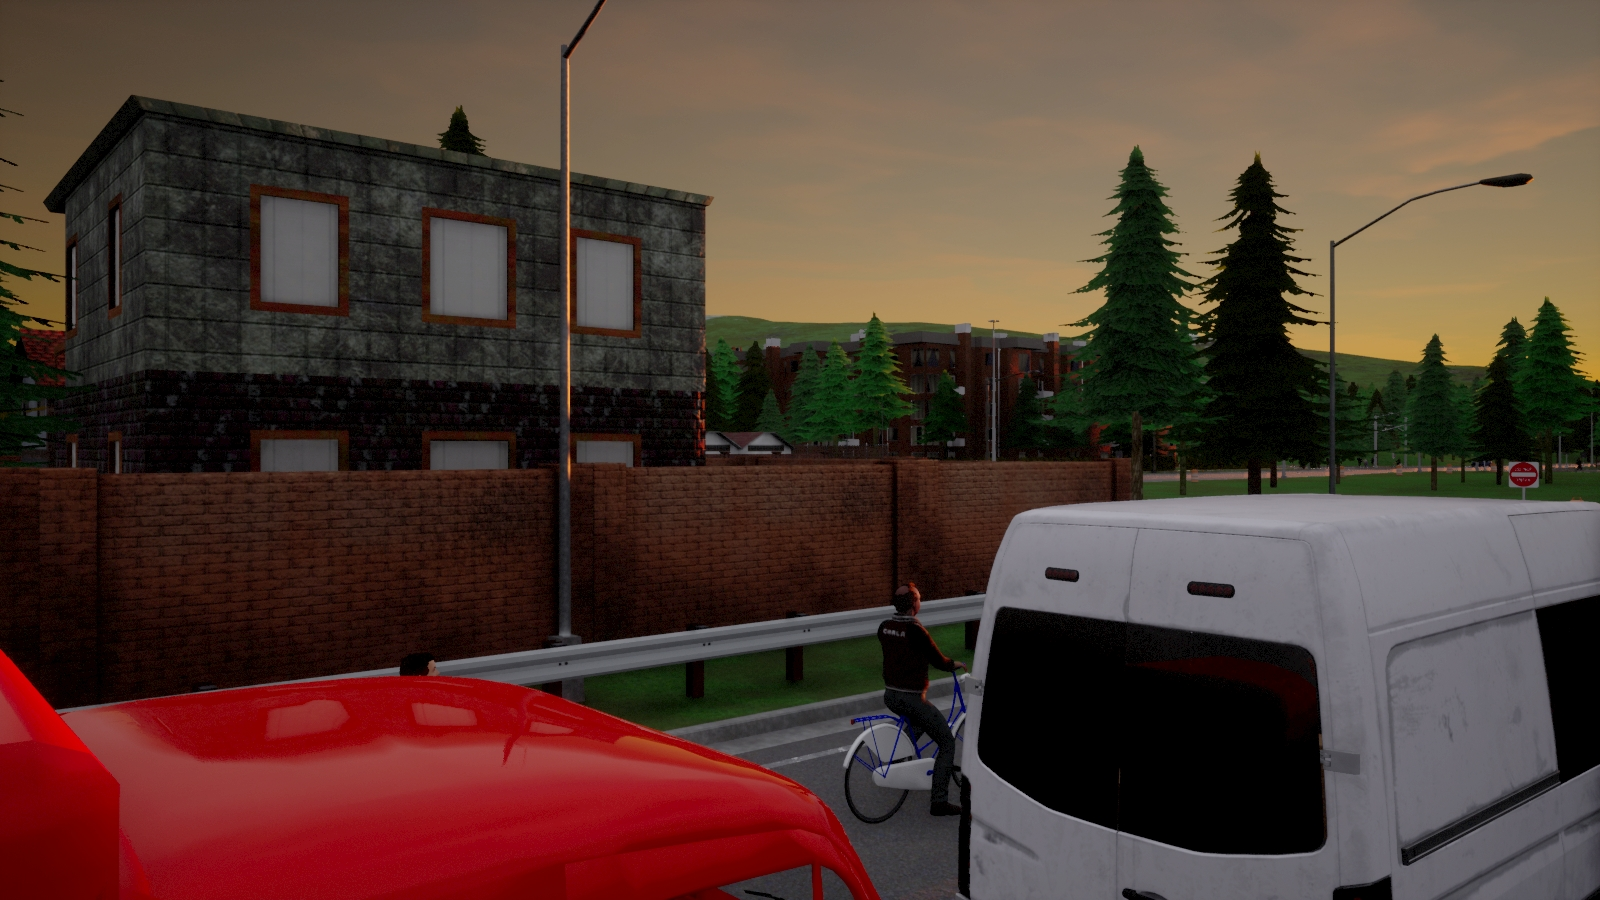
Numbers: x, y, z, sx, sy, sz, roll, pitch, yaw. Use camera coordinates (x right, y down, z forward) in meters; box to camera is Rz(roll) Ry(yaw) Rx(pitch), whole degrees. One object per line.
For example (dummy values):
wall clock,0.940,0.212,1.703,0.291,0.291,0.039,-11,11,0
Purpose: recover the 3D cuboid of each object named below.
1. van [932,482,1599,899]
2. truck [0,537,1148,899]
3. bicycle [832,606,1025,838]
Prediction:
van,3.509,1.534,6.458,5.915,2.561,1.988,0,0,-40
truck,-2.109,1.568,1.686,5.204,2.467,2.627,0,0,-40
bicycle,1.045,2.060,8.955,1.835,1.471,0.329,0,0,-40
